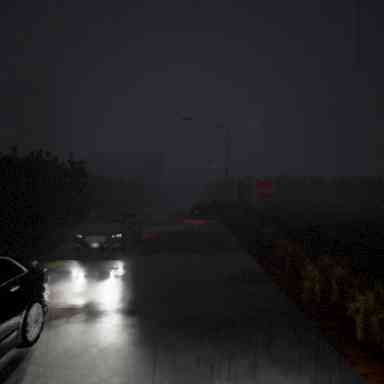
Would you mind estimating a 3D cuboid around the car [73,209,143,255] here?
[{"bbox_3d":[-3.141,1.447,13.269,2.128,1.511,4.902,0,0,0],"label":"car"}]

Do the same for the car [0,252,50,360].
[{"bbox_3d":[-3.189,1.500,3.460,1.837,1.490,4.892,0,0,0],"label":"car"}]

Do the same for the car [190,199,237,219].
[{"bbox_3d":[1.911,1.280,27.259,1.882,1.535,5.008,-1,1,38],"label":"car"}]
